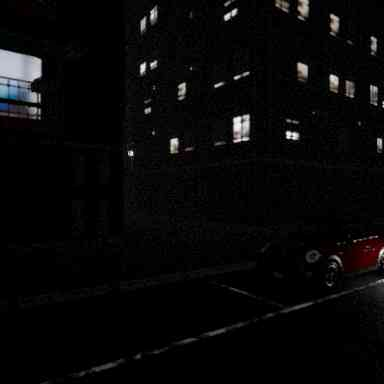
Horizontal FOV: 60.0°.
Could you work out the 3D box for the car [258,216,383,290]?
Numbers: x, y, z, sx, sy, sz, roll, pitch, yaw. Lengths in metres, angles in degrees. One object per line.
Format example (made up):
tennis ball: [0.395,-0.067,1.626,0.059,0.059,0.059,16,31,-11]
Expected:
car: [3.722,1.497,9.214,4.097,1.590,1.967,0,0,-35]
